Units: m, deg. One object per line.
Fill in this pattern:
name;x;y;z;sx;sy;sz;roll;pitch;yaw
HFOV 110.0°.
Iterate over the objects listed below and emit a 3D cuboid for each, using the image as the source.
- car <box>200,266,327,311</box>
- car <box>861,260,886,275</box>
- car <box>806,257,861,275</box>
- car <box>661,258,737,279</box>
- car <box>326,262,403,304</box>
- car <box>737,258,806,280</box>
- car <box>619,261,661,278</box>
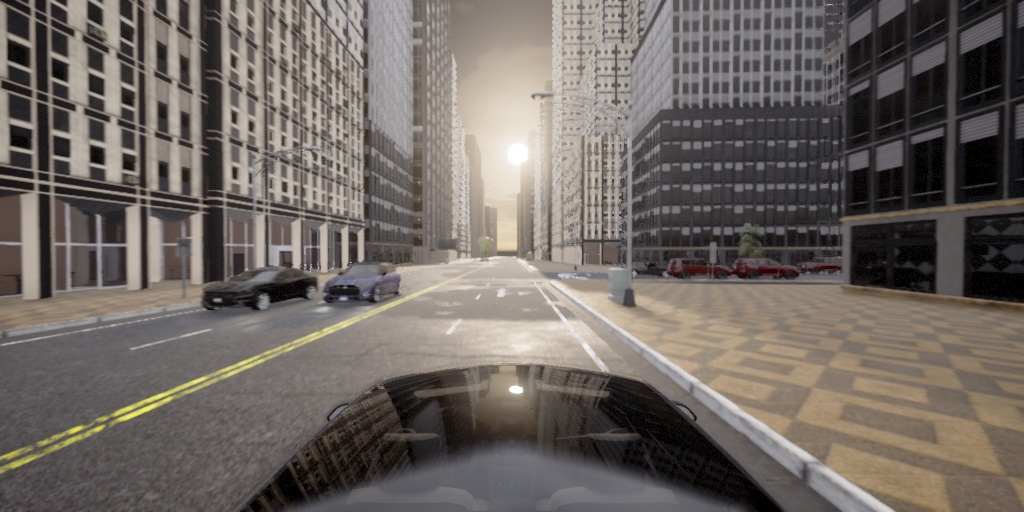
car;-9.826;1.203;14.471;1.882;1.535;5.008;0;0;0
car;38.612;1.171;37.716;4.097;1.591;1.967;0;0;3
car;33.061;1.033;38.009;5.009;1.841;2.192;0;0;3
car;15.991;1.110;30.910;5.009;1.841;2.192;0;0;3
car;-6.564;1.073;16.242;2.097;1.767;4.553;0;0;0
car;21.545;1.120;30.712;5.009;1.841;2.192;0;0;3
car;12.590;1.254;33.759;4.892;1.490;1.837;0;1;3
